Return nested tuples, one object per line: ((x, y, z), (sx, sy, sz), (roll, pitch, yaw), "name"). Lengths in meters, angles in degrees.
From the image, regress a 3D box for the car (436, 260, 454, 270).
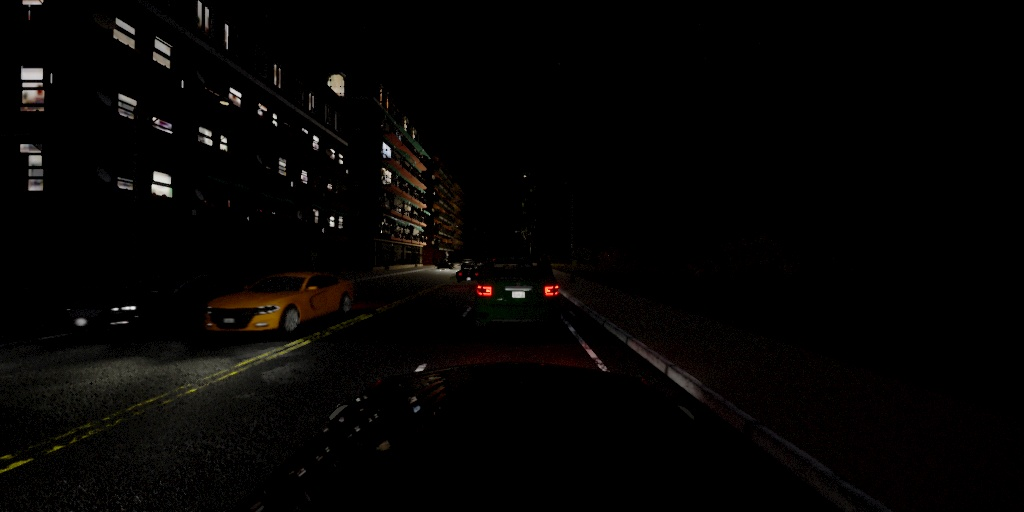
((-9.807, 1.317, 52.786), (1.994, 1.385, 4.181), (0, 0, 0), "car")

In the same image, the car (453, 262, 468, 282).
((-3.130, 1.354, 28.273), (1.895, 1.301, 4.718), (0, 0, 0), "car")

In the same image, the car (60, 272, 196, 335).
((-9.844, 1.243, 10.639), (2.128, 1.511, 4.902), (0, 0, 0), "car")

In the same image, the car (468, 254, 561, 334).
((0.110, 0.973, 10.835), (2.150, 2.045, 5.566), (0, 0, -1), "car")

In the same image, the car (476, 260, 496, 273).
((-3.123, 1.245, 44.760), (2.128, 1.511, 4.902), (0, 0, 0), "car")

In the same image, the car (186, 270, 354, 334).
((-6.593, 1.229, 10.846), (1.882, 1.535, 5.008), (0, 0, 0), "car")

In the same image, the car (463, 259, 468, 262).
((-6.557, 1.244, 53.609), (2.128, 1.511, 4.902), (0, 0, 0), "car")
